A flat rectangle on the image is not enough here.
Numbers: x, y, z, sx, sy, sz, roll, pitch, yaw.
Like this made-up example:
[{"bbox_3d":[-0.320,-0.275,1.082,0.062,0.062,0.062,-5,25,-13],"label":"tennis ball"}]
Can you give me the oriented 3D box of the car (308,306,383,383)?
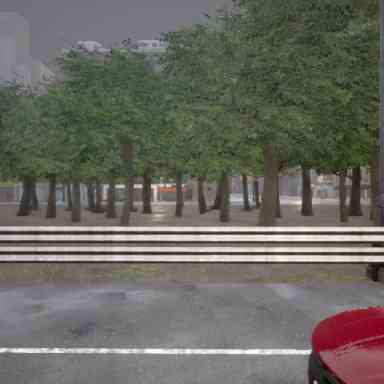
[{"bbox_3d":[3.618,1.494,2.892,5.008,1.535,1.882,0,0,1],"label":"car"}]
